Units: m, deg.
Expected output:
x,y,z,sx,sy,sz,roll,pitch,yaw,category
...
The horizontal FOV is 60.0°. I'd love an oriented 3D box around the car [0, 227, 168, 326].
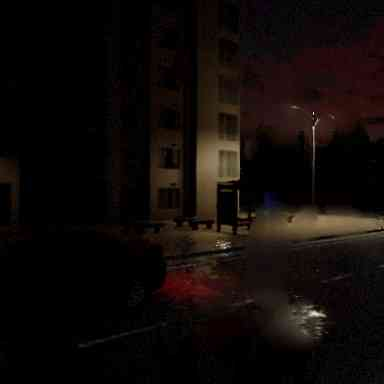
x,y,z,sx,sy,sz,roll,pitch,yaw,category
-2.859,1.481,6.241,5.008,1.535,1.882,0,0,-35,car
